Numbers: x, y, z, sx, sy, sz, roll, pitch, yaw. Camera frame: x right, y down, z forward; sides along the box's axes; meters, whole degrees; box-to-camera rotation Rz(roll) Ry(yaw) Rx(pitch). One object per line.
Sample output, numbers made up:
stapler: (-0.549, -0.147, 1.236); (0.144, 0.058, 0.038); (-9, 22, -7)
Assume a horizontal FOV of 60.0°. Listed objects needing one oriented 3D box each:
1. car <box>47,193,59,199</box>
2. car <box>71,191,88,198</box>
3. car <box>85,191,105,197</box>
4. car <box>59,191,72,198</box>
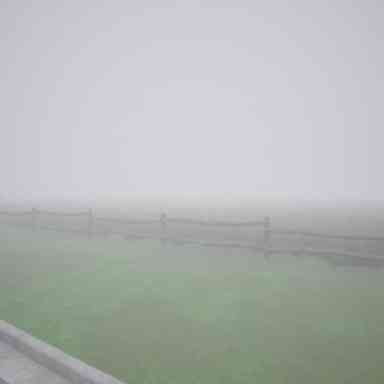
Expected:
car: (-35.173, 1.070, 87.449); (1.882, 1.535, 5.008); (0, 0, 12)
car: (-28.336, 1.098, 85.947); (1.882, 1.535, 5.008); (0, 0, 12)
car: (-24.828, 1.196, 85.604); (1.994, 1.385, 4.181); (0, 0, 12)
car: (-31.755, 1.106, 86.698); (1.837, 1.490, 4.892); (0, 0, 12)
